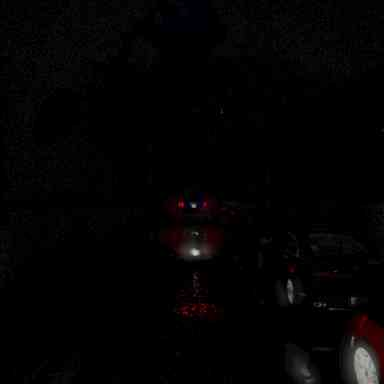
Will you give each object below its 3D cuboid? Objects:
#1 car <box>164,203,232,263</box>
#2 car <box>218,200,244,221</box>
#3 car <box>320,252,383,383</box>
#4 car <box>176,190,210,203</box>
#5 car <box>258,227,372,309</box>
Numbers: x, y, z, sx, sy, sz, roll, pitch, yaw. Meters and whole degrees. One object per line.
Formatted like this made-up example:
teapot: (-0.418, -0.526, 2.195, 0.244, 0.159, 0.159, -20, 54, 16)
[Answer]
car: (0.092, 1.343, 11.344, 1.837, 1.490, 4.892, 0, 1, 0)
car: (2.610, 1.215, 23.625, 1.887, 1.381, 4.507, -1, 1, 0)
car: (2.624, 1.514, 2.001, 1.887, 1.381, 4.507, -1, 1, 0)
car: (0.073, 0.902, 22.876, 2.150, 2.045, 5.566, 0, 1, -1)
car: (2.620, 1.444, 7.407, 2.008, 1.369, 4.403, -1, 1, 0)
